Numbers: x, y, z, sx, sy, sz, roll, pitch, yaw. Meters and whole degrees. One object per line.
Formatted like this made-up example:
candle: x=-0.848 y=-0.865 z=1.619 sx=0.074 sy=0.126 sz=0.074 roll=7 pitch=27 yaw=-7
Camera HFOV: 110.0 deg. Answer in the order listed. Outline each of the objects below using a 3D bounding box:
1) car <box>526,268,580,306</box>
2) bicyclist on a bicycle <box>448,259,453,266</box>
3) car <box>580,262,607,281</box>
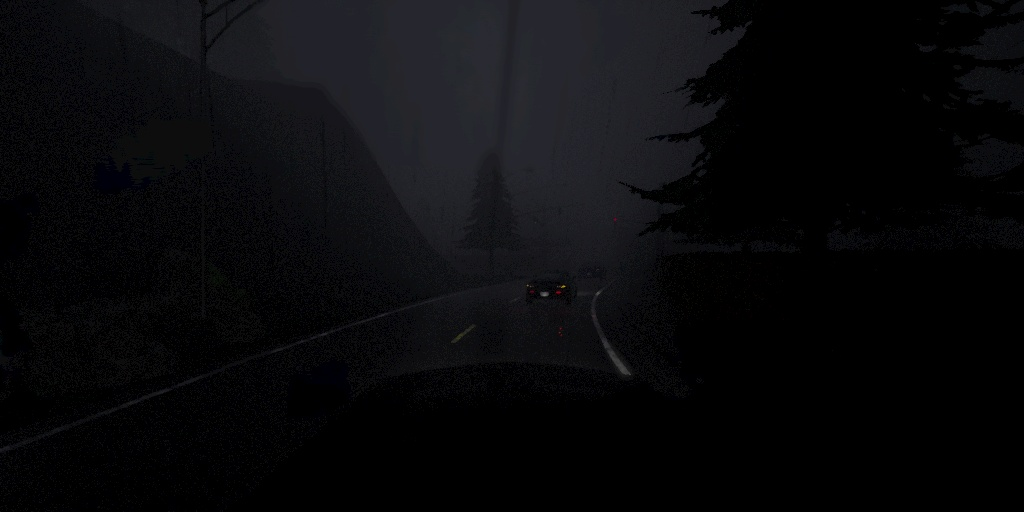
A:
car: x=1.820 y=1.282 z=15.877 sx=1.812 sy=1.442 sz=4.674 roll=0 pitch=0 yaw=14
bicyclist on a bicycle: x=-8.788 y=1.202 z=50.838 sx=0.582 sy=1.620 sz=1.656 roll=0 pitch=0 yaw=20
car: x=6.742 y=1.234 z=29.830 sx=1.882 sy=1.535 sz=5.008 roll=0 pitch=0 yaw=21
